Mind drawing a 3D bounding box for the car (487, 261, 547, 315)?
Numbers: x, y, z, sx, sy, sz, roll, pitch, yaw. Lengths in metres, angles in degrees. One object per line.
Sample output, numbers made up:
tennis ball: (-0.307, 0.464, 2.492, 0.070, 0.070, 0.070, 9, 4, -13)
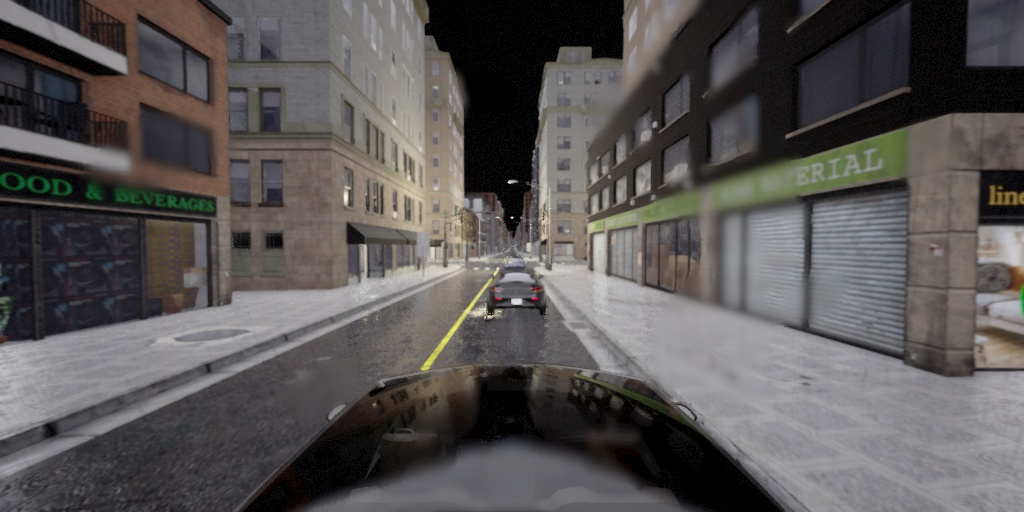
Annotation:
car: (0.154, 1.064, 12.396, 1.812, 1.442, 4.674, 0, 1, 1)

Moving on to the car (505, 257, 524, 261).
car: (0.204, 0.757, 28.751, 2.033, 1.411, 5.357, 0, 1, 0)

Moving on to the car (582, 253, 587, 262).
car: (12.280, -0.086, 49.533, 5.009, 1.841, 2.192, 0, 0, 0)
